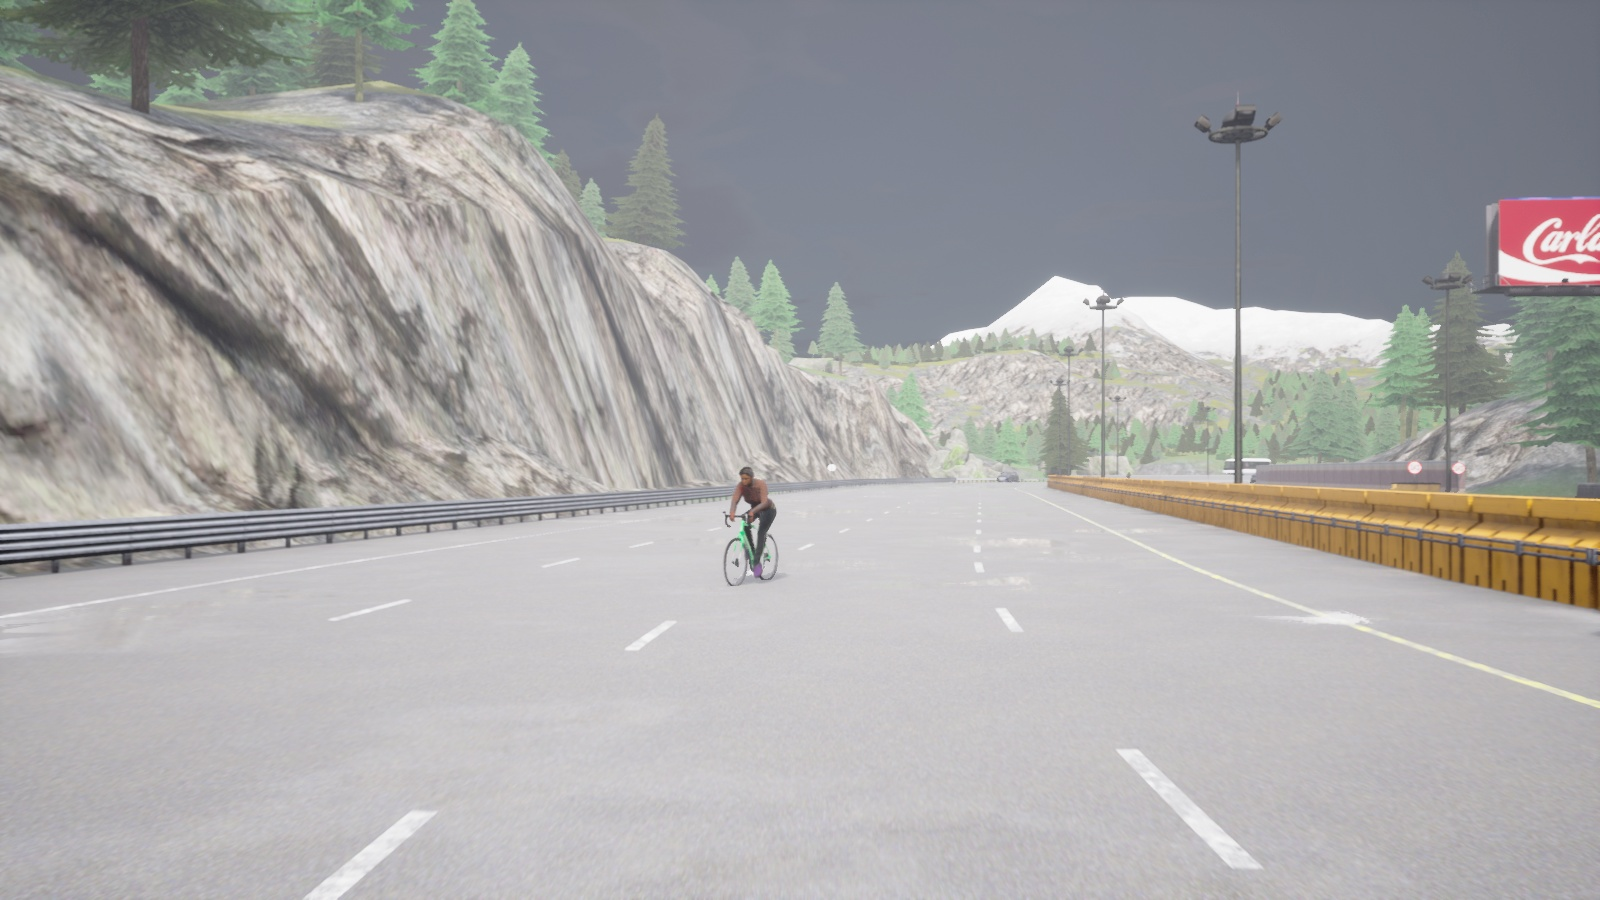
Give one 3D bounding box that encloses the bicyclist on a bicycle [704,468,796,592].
[{"bbox_3d":[-0.670,1.061,17.385,0.582,1.620,1.656,-1,0,25],"label":"bicyclist on a bicycle"}]
